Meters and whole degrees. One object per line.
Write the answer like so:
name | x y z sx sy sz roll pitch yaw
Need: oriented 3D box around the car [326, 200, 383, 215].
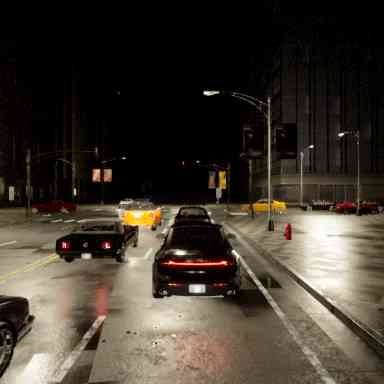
car | 15.361 1.577 31.336 4.206 1.307 1.802 0 0 -1

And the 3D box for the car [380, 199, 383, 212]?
car | 24.131 1.513 37.230 5.008 1.535 1.882 0 -1 -1

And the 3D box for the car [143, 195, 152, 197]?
car | -9.645 1.603 71.837 2.150 2.045 5.566 0 0 0

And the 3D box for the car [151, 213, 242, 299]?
car | 0.110 1.512 8.462 1.837 1.490 4.892 0 0 0

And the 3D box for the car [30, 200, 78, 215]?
car | -15.236 1.648 36.628 5.008 1.535 1.882 -1 -1 0

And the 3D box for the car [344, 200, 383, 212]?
car | 20.884 1.644 39.940 4.313 1.339 1.947 0 0 -1

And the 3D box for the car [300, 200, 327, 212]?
car | 15.244 1.663 39.860 4.313 1.339 1.947 0 0 -1

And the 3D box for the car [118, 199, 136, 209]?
car | -9.769 1.746 50.474 1.812 1.442 4.674 0 0 0

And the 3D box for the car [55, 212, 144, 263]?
car | -3.131 1.615 12.071 1.895 1.301 4.718 0 0 0

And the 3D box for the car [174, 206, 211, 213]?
car | 0.026 1.510 17.954 1.882 1.535 5.008 0 0 0

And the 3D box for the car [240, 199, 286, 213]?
car | 7.819 1.568 37.002 5.008 1.535 1.882 0 -1 -1

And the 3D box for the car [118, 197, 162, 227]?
car | -3.118 1.396 21.065 2.097 1.767 4.553 0 0 0

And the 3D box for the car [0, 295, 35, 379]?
car | -3.154 1.548 2.283 2.033 1.411 5.357 0 0 0
